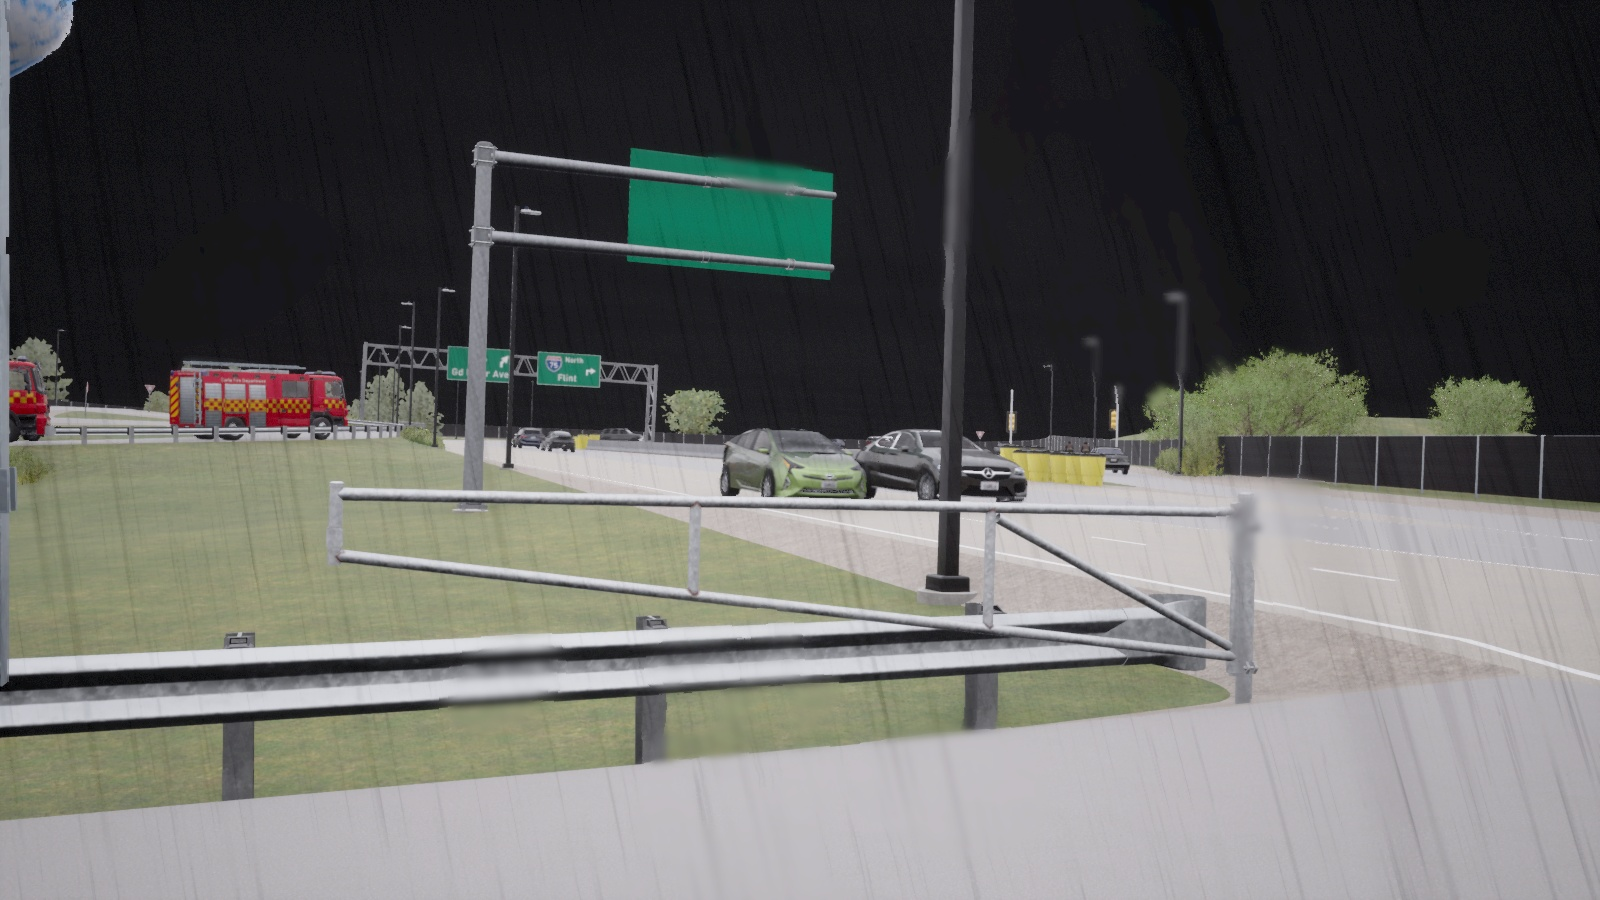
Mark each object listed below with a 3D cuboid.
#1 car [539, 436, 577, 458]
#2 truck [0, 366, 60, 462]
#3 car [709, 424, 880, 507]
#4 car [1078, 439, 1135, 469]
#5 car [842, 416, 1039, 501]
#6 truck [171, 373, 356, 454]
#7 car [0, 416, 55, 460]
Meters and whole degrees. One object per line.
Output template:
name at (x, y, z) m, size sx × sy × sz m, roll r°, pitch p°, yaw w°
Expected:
car at (-17.314, -0.238, 89.628) m, size 1.837 × 1.490 × 4.892 m, roll 1°, pitch 0°, yaw -21°
truck at (-34.573, -1.392, 50.146) m, size 8.468 × 3.827 × 2.891 m, roll -2°, pitch 1°, yaw -28°
car at (-0.232, 0.278, 25.626) m, size 2.007 × 1.525 × 4.514 m, roll 1°, pitch 0°, yaw -21°
car at (15.869, 0.178, 65.206) m, size 2.033 × 1.411 × 5.357 m, roll 0°, pitch 1°, yaw 5°
car at (2.899, 0.158, 27.243) m, size 2.152 × 1.651 × 5.027 m, roll 1°, pitch 0°, yaw -21°
truck at (-27.176, -1.859, 64.058) m, size 2.891 × 3.827 × 8.468 m, roll 1°, pitch 2°, yaw 32°
car at (-35.514, -0.507, 54.916) m, size 1.932 × 1.855 × 4.605 m, roll 0°, pitch 2°, yaw 30°
